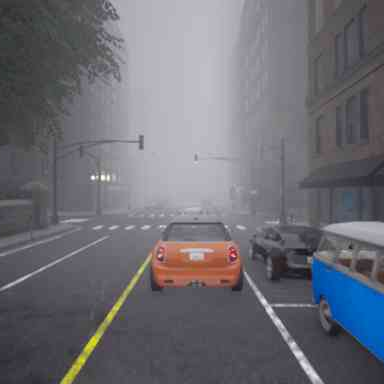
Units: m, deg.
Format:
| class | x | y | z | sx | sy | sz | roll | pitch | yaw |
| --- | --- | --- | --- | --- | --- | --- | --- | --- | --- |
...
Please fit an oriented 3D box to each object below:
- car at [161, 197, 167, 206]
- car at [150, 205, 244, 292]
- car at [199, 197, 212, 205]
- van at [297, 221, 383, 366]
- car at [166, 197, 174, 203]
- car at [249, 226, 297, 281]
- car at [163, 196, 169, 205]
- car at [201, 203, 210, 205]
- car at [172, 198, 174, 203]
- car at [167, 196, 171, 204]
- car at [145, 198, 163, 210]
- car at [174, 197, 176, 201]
| class | x | y | z | sx | sy | sz | roll | pitch | yaw |
| --- | --- | --- | --- | --- | --- | --- | --- | --- | --- |
| car | -5.665 | 1.899 | 53.319 | 2.008 | 1.369 | 4.403 | 0 | 0 | 0 |
| car | 0.101 | 1.417 | 9.278 | 2.097 | 1.767 | 4.553 | 0 | 0 | 0 |
| car | 2.860 | 1.865 | 64.257 | 1.967 | 1.590 | 4.097 | 0 | 0 | 0 |
| van | 2.856 | 1.371 | 4.222 | 1.690 | 1.788 | 3.998 | 0 | 0 | 0 |
| car | -5.663 | 2.110 | 85.853 | 1.752 | 1.417 | 4.829 | 0 | 0 | 0 |
| car | 2.857 | 1.634 | 9.880 | 1.947 | 1.339 | 4.313 | 0 | 0 | 0 |
| car | -5.665 | 1.930 | 58.770 | 1.887 | 1.381 | 4.507 | 0 | 0 | 0 |
| car | 0.099 | 1.662 | 20.438 | 1.812 | 1.442 | 4.674 | 0 | 0 | 0 |
| car | -5.664 | 2.054 | 75.122 | 2.008 | 1.369 | 4.403 | 0 | 0 | 0 |
| car | -5.664 | 1.969 | 64.221 | 1.887 | 1.381 | 4.507 | 0 | 0 | 0 |
| car | -5.666 | 1.836 | 47.699 | 1.752 | 1.417 | 4.829 | 0 | 0 | 0 |
| car | -5.664 | 1.859 | 80.574 | 2.192 | 1.841 | 5.009 | 0 | 0 | 0 |
